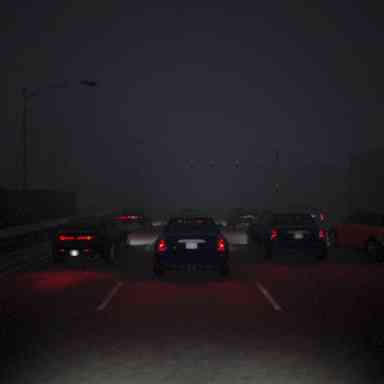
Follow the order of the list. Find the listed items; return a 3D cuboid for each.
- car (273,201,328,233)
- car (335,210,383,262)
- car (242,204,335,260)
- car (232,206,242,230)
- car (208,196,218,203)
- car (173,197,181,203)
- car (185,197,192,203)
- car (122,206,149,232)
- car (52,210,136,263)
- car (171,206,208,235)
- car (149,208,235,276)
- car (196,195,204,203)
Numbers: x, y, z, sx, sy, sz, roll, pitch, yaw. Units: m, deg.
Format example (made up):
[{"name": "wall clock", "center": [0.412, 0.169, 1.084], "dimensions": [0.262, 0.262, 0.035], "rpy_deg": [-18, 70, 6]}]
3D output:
[{"name": "car", "center": [6.852, 1.531, 21.585], "dimensions": [2.097, 1.767, 4.553], "rpy_deg": [0, 0, 0]}, {"name": "car", "center": [6.969, 1.455, 12.650], "dimensions": [2.097, 1.767, 4.553], "rpy_deg": [0, 0, 0]}, {"name": "car", "center": [3.466, 1.462, 12.991], "dimensions": [2.097, 1.767, 4.553], "rpy_deg": [0, 0, 0]}, {"name": "car", "center": [3.352, 1.689, 21.932], "dimensions": [1.837, 1.490, 4.892], "rpy_deg": [0, 0, 0]}, {"name": "car", "center": [6.061, 2.014, 94.571], "dimensions": [2.150, 2.045, 5.566], "rpy_deg": [0, 0, -1]}, {"name": "car", "center": [-4.438, 2.274, 94.433], "dimensions": [1.882, 1.535, 5.008], "rpy_deg": [0, 0, -1]}, {"name": "car", "center": [-0.942, 2.322, 94.884], "dimensions": [1.812, 1.442, 4.674], "rpy_deg": [0, 0, -1]}, {"name": "car", "center": [-3.647, 1.692, 21.645], "dimensions": [1.837, 1.490, 4.892], "rpy_deg": [0, -1, 0]}, {"name": "car", "center": [-3.528, 1.612, 12.366], "dimensions": [1.837, 1.490, 4.892], "rpy_deg": [0, -1, 0]}, {"name": "car", "center": [-0.146, 1.730, 21.354], "dimensions": [2.033, 1.411, 5.357], "rpy_deg": [0, 0, 0]}, {"name": "car", "center": [-0.021, 1.446, 10.853], "dimensions": [2.097, 1.767, 4.553], "rpy_deg": [0, 0, 0]}, {"name": "car", "center": [2.562, 2.331, 94.503], "dimensions": [2.033, 1.411, 5.357], "rpy_deg": [0, 0, -1]}]
